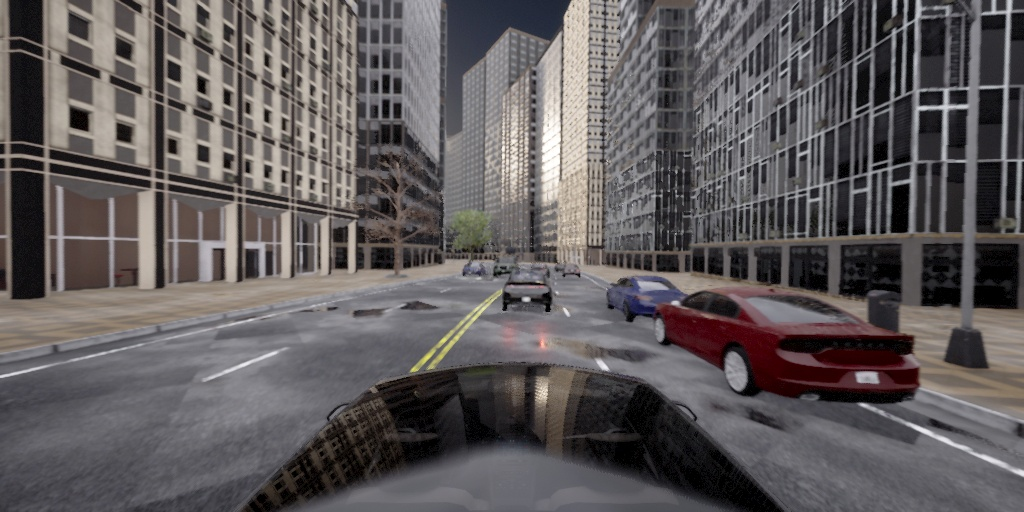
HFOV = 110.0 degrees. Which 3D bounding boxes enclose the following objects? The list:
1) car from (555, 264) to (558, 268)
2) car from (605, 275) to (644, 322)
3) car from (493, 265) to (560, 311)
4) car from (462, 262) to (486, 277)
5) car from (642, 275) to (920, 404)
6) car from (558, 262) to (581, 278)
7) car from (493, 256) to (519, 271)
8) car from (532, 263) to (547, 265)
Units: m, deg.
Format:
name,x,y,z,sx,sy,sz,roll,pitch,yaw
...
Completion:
name,x,y,z,sx,sy,sz,roll,pitch,yaw
car,7.187,1.608,52.039,1.994,1.385,4.181,1,0,1
car,4.569,1.381,12.569,1.812,1.442,4.674,1,0,3
car,0.656,1.306,14.796,2.128,1.511,4.902,1,0,4
car,-3.833,1.365,36.888,1.812,1.442,4.674,1,0,6
car,4.293,1.303,6.723,1.882,1.535,5.008,1,0,2
car,6.259,1.531,38.252,2.033,1.411,5.357,1,0,6
car,-0.538,1.106,36.966,2.150,2.045,5.566,1,0,6
car,2.611,1.409,33.927,2.128,1.511,4.902,1,0,6
